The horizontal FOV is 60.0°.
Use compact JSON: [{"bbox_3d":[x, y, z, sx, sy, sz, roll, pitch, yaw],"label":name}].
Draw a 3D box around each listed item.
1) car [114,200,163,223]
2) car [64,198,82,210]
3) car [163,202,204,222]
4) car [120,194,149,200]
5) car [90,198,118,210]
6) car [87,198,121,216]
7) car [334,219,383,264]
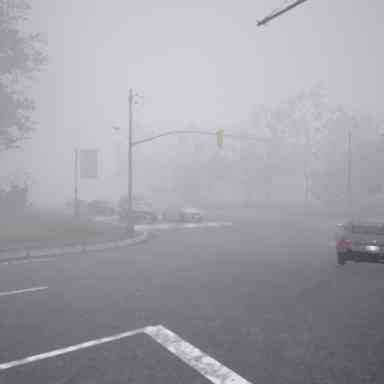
[{"bbox_3d":[-4.307,1.581,26.078,1.812,1.442,4.674,0,0,-31],"label":"car"},{"bbox_3d":[-14.944,1.497,42.669,1.882,1.535,5.008,0,0,-34],"label":"car"},{"bbox_3d":[-0.859,1.598,27.170,1.812,1.442,4.674,0,0,-32],"label":"car"},{"bbox_3d":[-6.052,1.289,35.367,2.150,2.045,5.566,0,0,-33],"label":"car"},{"bbox_3d":[-11.793,1.586,44.258,2.033,1.411,5.357,0,0,-33],"label":"car"},{"bbox_3d":[-9.267,1.554,33.893,1.837,1.490,4.892,0,0,-32],"label":"car"},{"bbox_3d":[6.094,1.620,11.592,1.994,1.385,4.181,0,0,23],"label":"car"}]
